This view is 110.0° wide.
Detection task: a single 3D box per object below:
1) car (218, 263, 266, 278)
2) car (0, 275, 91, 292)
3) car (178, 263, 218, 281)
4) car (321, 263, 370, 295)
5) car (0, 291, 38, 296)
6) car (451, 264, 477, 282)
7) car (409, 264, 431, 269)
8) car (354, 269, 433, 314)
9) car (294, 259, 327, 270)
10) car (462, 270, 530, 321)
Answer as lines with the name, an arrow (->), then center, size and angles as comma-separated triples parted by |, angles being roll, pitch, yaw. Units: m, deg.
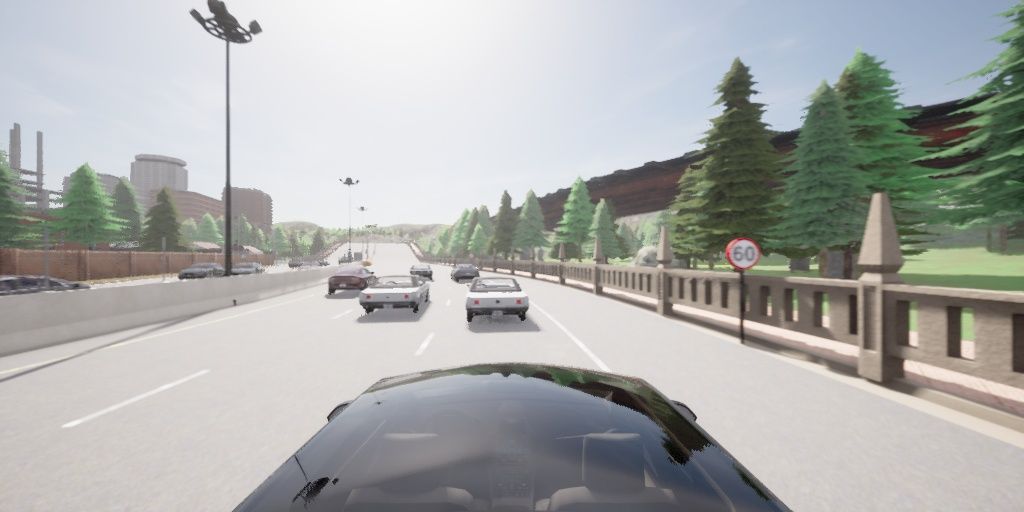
car -> -22.533, 1.341, 30.424 | 1.837, 1.490, 4.892 | 0, 0, -18
car -> -14.647, 1.298, 9.817 | 2.128, 1.511, 4.902 | 0, 0, -6
car -> -26.294, 1.356, 30.646 | 1.837, 1.490, 4.892 | 0, -1, -19
car -> -8.898, 1.308, 20.247 | 1.812, 1.442, 4.674 | 0, 0, -10
car -> -7.044, 1.255, 2.092 | 1.882, 1.535, 5.008 | 0, 0, 0
car -> -3.893, 1.326, 29.465 | 1.994, 1.385, 4.181 | 0, 0, -15
car -> -8.036, 1.378, 31.481 | 1.895, 1.301, 4.718 | 0, 0, -16
car -> -4.344, 1.366, 14.007 | 1.895, 1.301, 4.718 | 0, 0, -7
car -> -21.703, 1.356, 38.779 | 1.812, 1.442, 4.674 | 0, 0, -19
car -> -0.640, 1.352, 12.530 | 1.895, 1.301, 4.718 | 0, 0, -6
